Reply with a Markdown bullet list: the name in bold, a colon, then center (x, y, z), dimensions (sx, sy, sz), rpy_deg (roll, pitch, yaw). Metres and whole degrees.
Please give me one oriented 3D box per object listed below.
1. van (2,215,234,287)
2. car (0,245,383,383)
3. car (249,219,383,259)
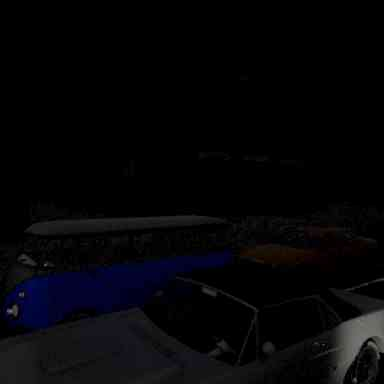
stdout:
- **van**: center (-1.079, 1.341, 5.877), dimensions (3.998, 1.788, 1.690), rpy_deg (0, 0, -35)
- **car**: center (0.288, 1.601, 3.580), dimensions (4.718, 1.301, 1.895), rpy_deg (0, 0, -35)
- **car**: center (3.216, 1.525, 8.927), dimensions (4.829, 1.417, 1.752), rpy_deg (0, 0, -35)
